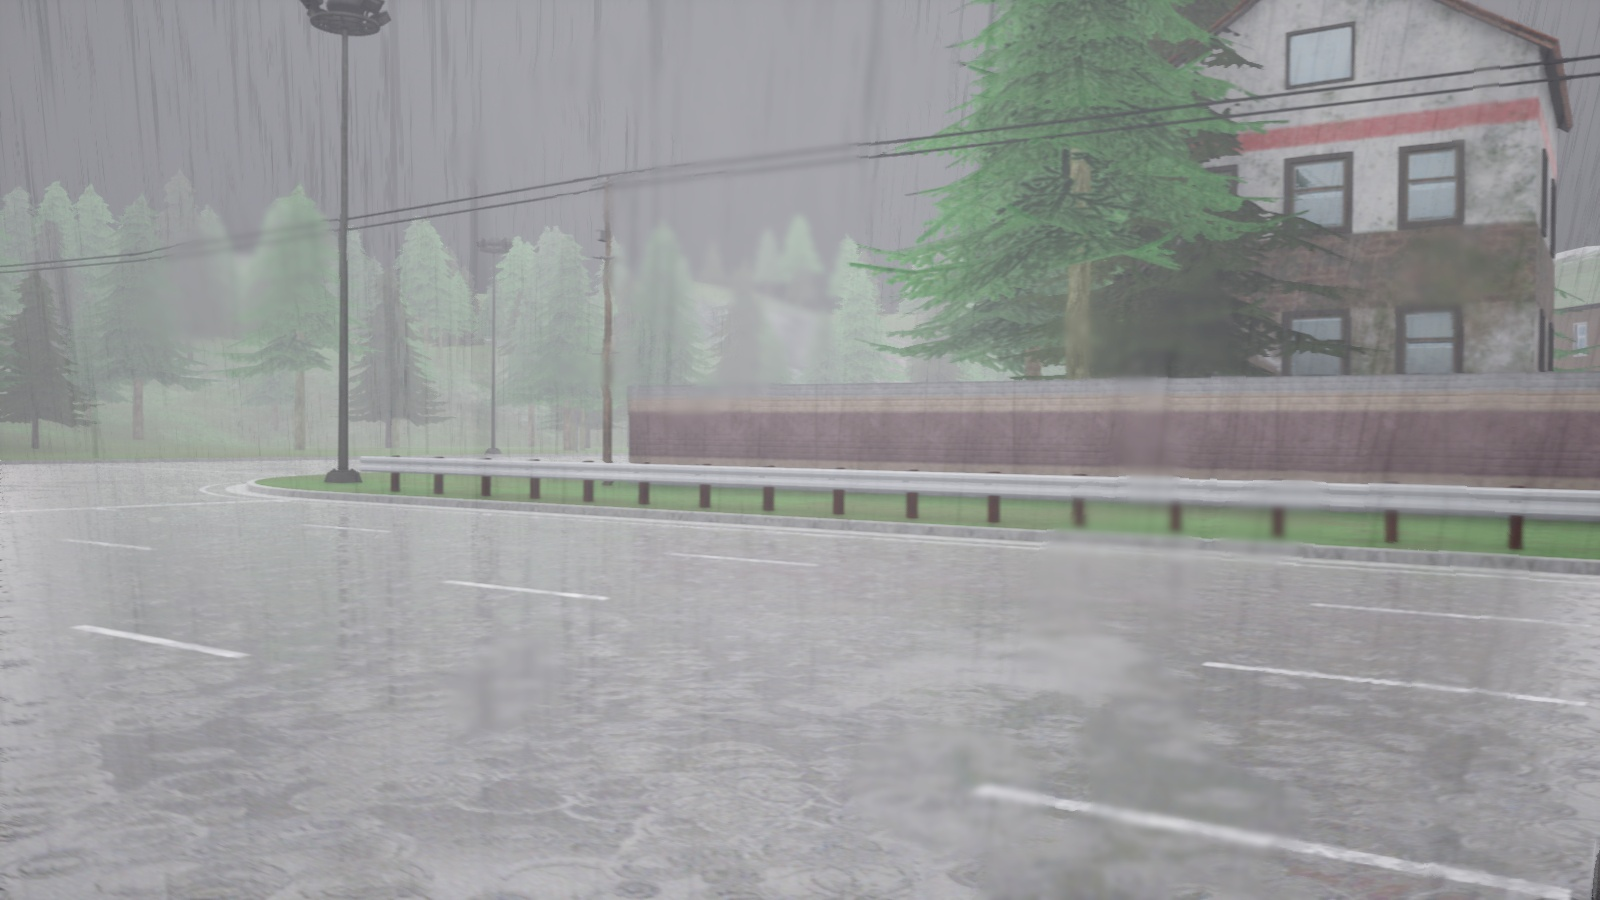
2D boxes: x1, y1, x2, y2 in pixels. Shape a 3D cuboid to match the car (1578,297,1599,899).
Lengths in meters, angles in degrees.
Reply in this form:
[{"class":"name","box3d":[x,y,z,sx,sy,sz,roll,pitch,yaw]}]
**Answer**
[{"class":"car","box3d":[3.275,0.580,1.446,3.988,1.617,1.851,0,1,34]}]
